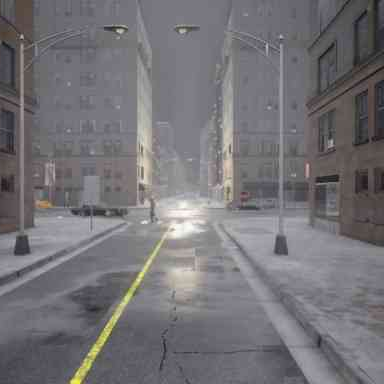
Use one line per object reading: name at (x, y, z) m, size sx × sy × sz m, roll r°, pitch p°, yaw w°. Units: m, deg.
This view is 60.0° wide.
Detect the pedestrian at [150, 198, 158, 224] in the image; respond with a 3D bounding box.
pedestrian at (-2.713, 1.293, 23.144) m, size 0.375 × 1.860 × 0.375 m, roll 0°, pitch 0°, yaw 0°

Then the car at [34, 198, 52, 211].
car at (-19.467, 1.501, 39.788) m, size 5.008 × 1.535 × 1.882 m, roll 0°, pitch 0°, yaw 0°

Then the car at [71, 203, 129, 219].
car at (-7.985, 1.616, 29.082) m, size 4.718 × 1.301 × 1.895 m, roll 0°, pitch 0°, yaw 14°

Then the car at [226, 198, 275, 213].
car at (6.164, 1.479, 36.530) m, size 4.902 × 1.511 × 2.128 m, roll 0°, pitch 0°, yaw 0°

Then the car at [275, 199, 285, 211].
car at (8.655, 1.473, 39.924) m, size 4.902 × 1.511 × 2.128 m, roll 0°, pitch 0°, yaw 4°

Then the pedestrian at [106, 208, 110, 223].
pedestrian at (-5.666, 1.520, 22.550) m, size 0.500 × 1.100 × 0.500 m, roll 0°, pitch 0°, yaw 0°
